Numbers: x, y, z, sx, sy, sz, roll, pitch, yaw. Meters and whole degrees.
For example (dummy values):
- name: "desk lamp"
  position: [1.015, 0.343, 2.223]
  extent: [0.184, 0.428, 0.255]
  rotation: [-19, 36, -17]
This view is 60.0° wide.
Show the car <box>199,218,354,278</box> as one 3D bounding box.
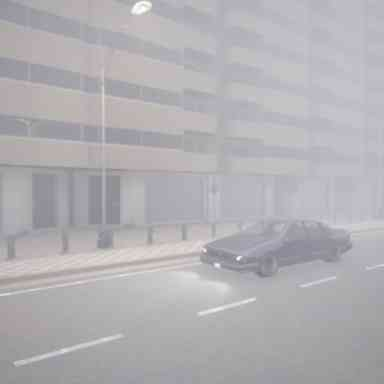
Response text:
- name: "car"
  position: [2.835, 1.527, 10.279]
  extent: [5.357, 1.411, 2.033]
  rotation: [0, 0, -35]
